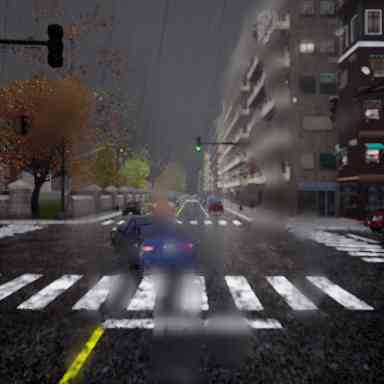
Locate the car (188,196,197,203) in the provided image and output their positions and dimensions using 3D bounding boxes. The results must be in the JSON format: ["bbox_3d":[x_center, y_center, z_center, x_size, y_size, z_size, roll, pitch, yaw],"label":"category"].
[{"bbox_3d":[0.009,1.618,72.121,1.895,1.301,4.718,0,0,0],"label":"car"}]

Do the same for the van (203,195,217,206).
[{"bbox_3d":[2.698,1.414,44.217,1.690,1.788,3.998,0,0,0],"label":"van"}]

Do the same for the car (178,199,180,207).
[{"bbox_3d":[-3.070,1.447,53.048,2.097,1.767,4.553,0,0,0],"label":"car"}]

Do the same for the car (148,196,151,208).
[{"bbox_3d":[-5.682,1.598,44.048,1.752,1.417,4.829,0,0,0],"label":"car"}]

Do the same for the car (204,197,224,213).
[{"bbox_3d":[2.697,1.606,38.586,1.887,1.381,4.507,0,0,0],"label":"car"}]

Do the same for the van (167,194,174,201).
[{"bbox_3d":[-5.678,1.542,89.258,1.690,1.788,3.998,0,0,0],"label":"van"}]

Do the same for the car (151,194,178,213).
[{"bbox_3d":[-3.091,1.411,37.673,2.097,1.767,4.553,0,0,0],"label":"car"}]

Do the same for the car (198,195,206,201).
[{"bbox_3d":[2.702,1.641,89.257,1.967,1.590,4.097,0,0,0],"label":"car"}]

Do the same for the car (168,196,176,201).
[{"bbox_3d":[-5.679,1.772,94.888,2.008,1.369,4.403,0,0,0],"label":"car"}]

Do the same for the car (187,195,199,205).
[{"bbox_3d":[0.007,1.719,62.084,1.895,1.301,4.718,0,0,0],"label":"car"}]

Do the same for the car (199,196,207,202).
[{"bbox_3d":[2.700,1.727,83.627,1.887,1.381,4.507,0,0,0],"label":"car"}]

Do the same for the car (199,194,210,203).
[{"bbox_3d":[2.701,1.462,72.367,2.192,1.841,5.009,0,0,0],"label":"car"}]

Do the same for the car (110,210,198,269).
[{"bbox_3d":[-1.530,1.555,11.342,2.033,1.411,5.357,1,0,-22],"label":"car"}]

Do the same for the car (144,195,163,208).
[{"bbox_3d":[-5.682,1.401,49.848,2.192,1.841,5.009,0,0,0],"label":"car"}]

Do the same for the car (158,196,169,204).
[{"bbox_3d":[-5.681,1.571,66.739,1.967,1.590,4.097,0,0,0],"label":"car"}]

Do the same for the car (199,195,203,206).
[{"bbox_3d":[2.699,1.540,55.477,1.967,1.590,4.097,0,0,0],"label":"car"}]

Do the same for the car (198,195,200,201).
[{"bbox_3d":[2.699,1.666,61.107,2.008,1.369,4.403,0,0,0],"label":"car"}]

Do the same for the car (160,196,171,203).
[{"bbox_3d":[-5.680,1.587,72.368,1.967,1.590,4.097,0,0,0],"label":"car"}]

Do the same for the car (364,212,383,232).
[{"bbox_3d":[13.469,1.627,20.632,5.009,1.841,2.192,1,-1,-1],"label":"car"}]

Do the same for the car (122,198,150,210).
[{"bbox_3d":[-5.684,1.616,32.956,1.947,1.339,4.313,0,0,0],"label":"car"}]

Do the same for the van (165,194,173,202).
[{"bbox_3d":[-5.679,1.523,83.629,1.690,1.788,3.998,0,0,0],"label":"van"}]
